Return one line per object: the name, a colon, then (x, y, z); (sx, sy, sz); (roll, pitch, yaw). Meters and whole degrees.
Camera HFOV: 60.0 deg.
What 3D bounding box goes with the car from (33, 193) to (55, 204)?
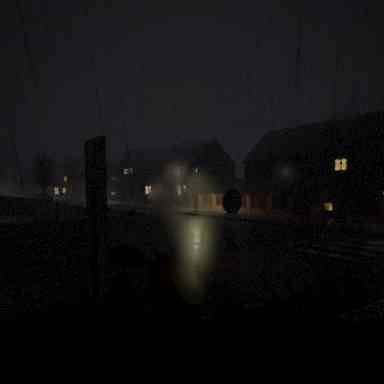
car: (-20.408, 0.926, 45.547); (1.837, 1.490, 4.892); (-2, 2, -40)
